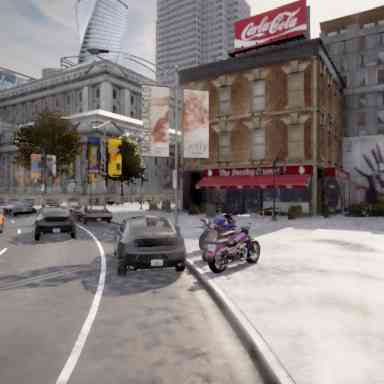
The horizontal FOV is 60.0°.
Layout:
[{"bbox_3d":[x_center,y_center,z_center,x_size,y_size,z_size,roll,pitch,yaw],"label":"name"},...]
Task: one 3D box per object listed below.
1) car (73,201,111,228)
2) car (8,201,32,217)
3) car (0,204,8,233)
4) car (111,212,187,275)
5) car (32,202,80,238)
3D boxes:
[{"bbox_3d":[-7.348,1.590,24.614,1.895,1.301,4.718,0,0,-28],"label":"car"},{"bbox_3d":[-16.359,1.551,31.404,1.994,1.385,4.181,0,0,-42],"label":"car"},{"bbox_3d":[-10.531,1.342,16.255,2.097,1.767,4.553,0,0,-25],"label":"car"},{"bbox_3d":[-1.487,1.504,10.572,1.837,1.490,4.892,0,0,-15],"label":"car"},{"bbox_3d":[-7.320,1.502,17.658,1.837,1.490,4.892,0,0,-25],"label":"car"}]
